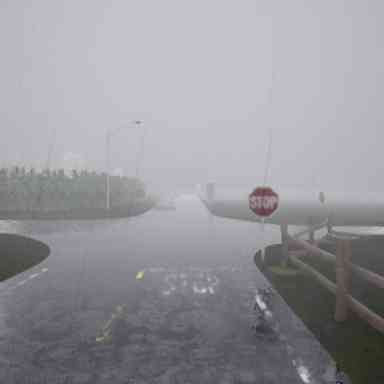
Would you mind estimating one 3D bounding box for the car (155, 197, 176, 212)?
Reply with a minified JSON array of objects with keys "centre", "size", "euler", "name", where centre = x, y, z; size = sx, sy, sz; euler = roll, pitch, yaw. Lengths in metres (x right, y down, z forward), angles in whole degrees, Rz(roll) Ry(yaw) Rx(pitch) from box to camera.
[{"centre":[-2.746,1.341,36.008],"size":[1.812,1.442,4.674],"euler":[0,2,0],"name":"car"}]
